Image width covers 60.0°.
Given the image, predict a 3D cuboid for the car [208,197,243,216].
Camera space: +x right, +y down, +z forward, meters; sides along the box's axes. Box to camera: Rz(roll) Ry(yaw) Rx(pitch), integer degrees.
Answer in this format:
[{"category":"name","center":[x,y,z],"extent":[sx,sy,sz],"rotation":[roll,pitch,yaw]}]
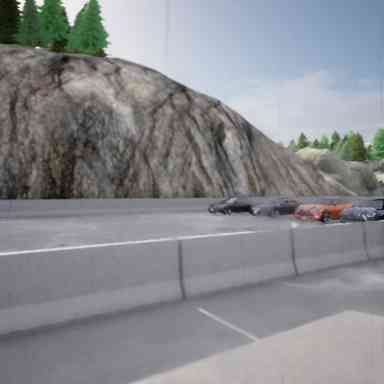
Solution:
[{"category":"car","center":[3.514,1.139,27.384],"extent":[4.674,1.442,1.812],"rotation":[0,1,-34]}]

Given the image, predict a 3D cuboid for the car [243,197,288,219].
[{"category":"car","center":[6.614,1.176,25.259],"extent":[4.902,1.511,2.128],"rotation":[0,1,-34]}]

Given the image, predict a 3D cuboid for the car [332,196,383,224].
[{"category":"car","center":[10.735,1.175,19.592],"extent":[4.553,1.767,2.097],"rotation":[0,1,-34]}]

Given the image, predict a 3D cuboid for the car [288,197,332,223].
[{"category":"car","center":[9.127,1.107,22.725],"extent":[4.553,1.767,2.097],"rotation":[0,1,-34]}]
